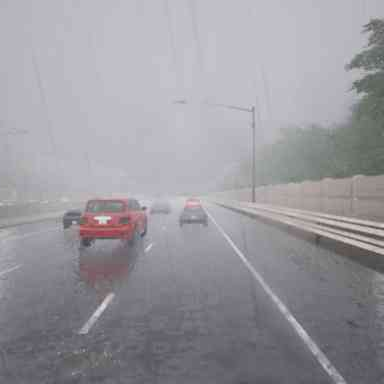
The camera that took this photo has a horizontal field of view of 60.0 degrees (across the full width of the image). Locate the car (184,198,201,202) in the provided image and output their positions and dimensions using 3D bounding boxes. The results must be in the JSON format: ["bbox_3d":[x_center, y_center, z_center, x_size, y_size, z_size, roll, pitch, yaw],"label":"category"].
[{"bbox_3d":[0.108,1.567,41.942,2.097,1.767,4.553,0,-1,0],"label":"car"}]

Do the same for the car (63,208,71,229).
[{"bbox_3d":[-6.896,1.557,21.938,1.837,1.490,4.892,0,0,0],"label":"car"}]

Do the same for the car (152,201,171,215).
[{"bbox_3d":[-3.394,1.731,36.799,1.994,1.385,4.181,0,-1,0],"label":"car"}]

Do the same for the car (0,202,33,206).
[{"bbox_3d":[-17.530,1.691,34.001,2.033,1.411,5.357,0,-1,1],"label":"car"}]

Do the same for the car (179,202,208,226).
[{"bbox_3d":[0.104,1.626,23.786,1.994,1.385,4.181,0,0,0],"label":"car"}]

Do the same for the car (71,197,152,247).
[{"bbox_3d":[-3.397,1.243,15.321,2.150,2.045,5.566,0,0,0],"label":"car"}]
